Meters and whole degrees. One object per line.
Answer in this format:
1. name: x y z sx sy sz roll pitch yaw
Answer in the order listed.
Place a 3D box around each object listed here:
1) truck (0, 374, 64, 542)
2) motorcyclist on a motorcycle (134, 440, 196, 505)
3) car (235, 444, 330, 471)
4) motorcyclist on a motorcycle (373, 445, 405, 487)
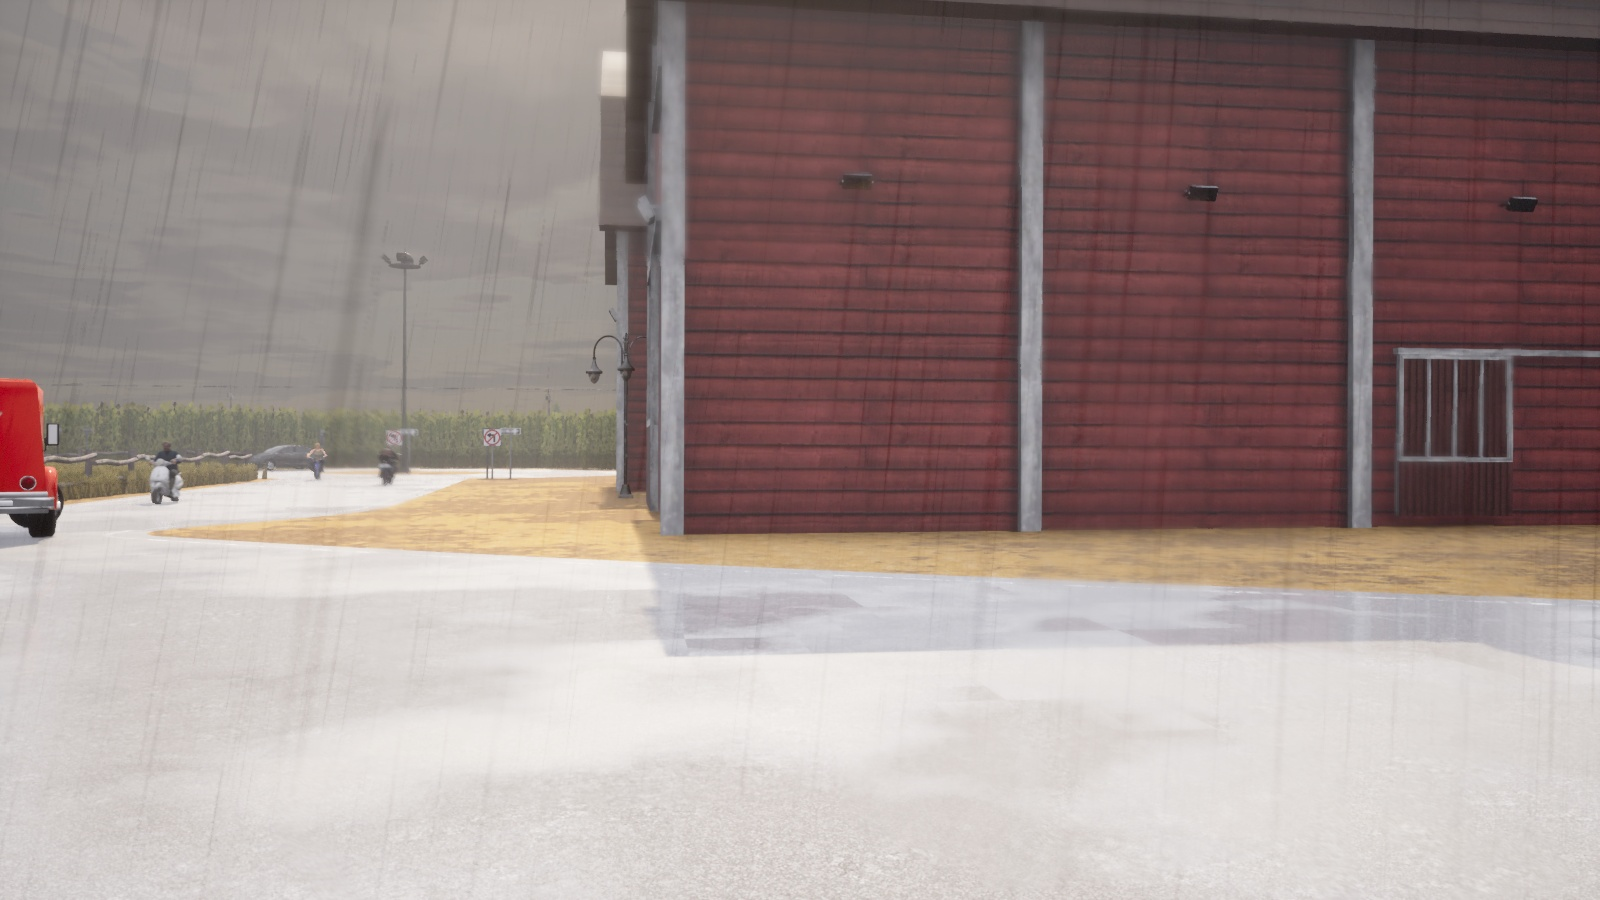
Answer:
1. truck: -13.584 0.122 20.520 2.627 2.467 5.204 0 0 -30
2. motorcyclist on a motorcycle: -16.058 0.543 31.796 0.866 1.590 1.817 0 0 -9
3. car: -30.249 0.418 73.499 1.837 1.490 4.892 0 0 37
4. motorcyclist on a motorcycle: -15.449 0.592 47.234 0.866 1.530 2.191 0 0 -11
